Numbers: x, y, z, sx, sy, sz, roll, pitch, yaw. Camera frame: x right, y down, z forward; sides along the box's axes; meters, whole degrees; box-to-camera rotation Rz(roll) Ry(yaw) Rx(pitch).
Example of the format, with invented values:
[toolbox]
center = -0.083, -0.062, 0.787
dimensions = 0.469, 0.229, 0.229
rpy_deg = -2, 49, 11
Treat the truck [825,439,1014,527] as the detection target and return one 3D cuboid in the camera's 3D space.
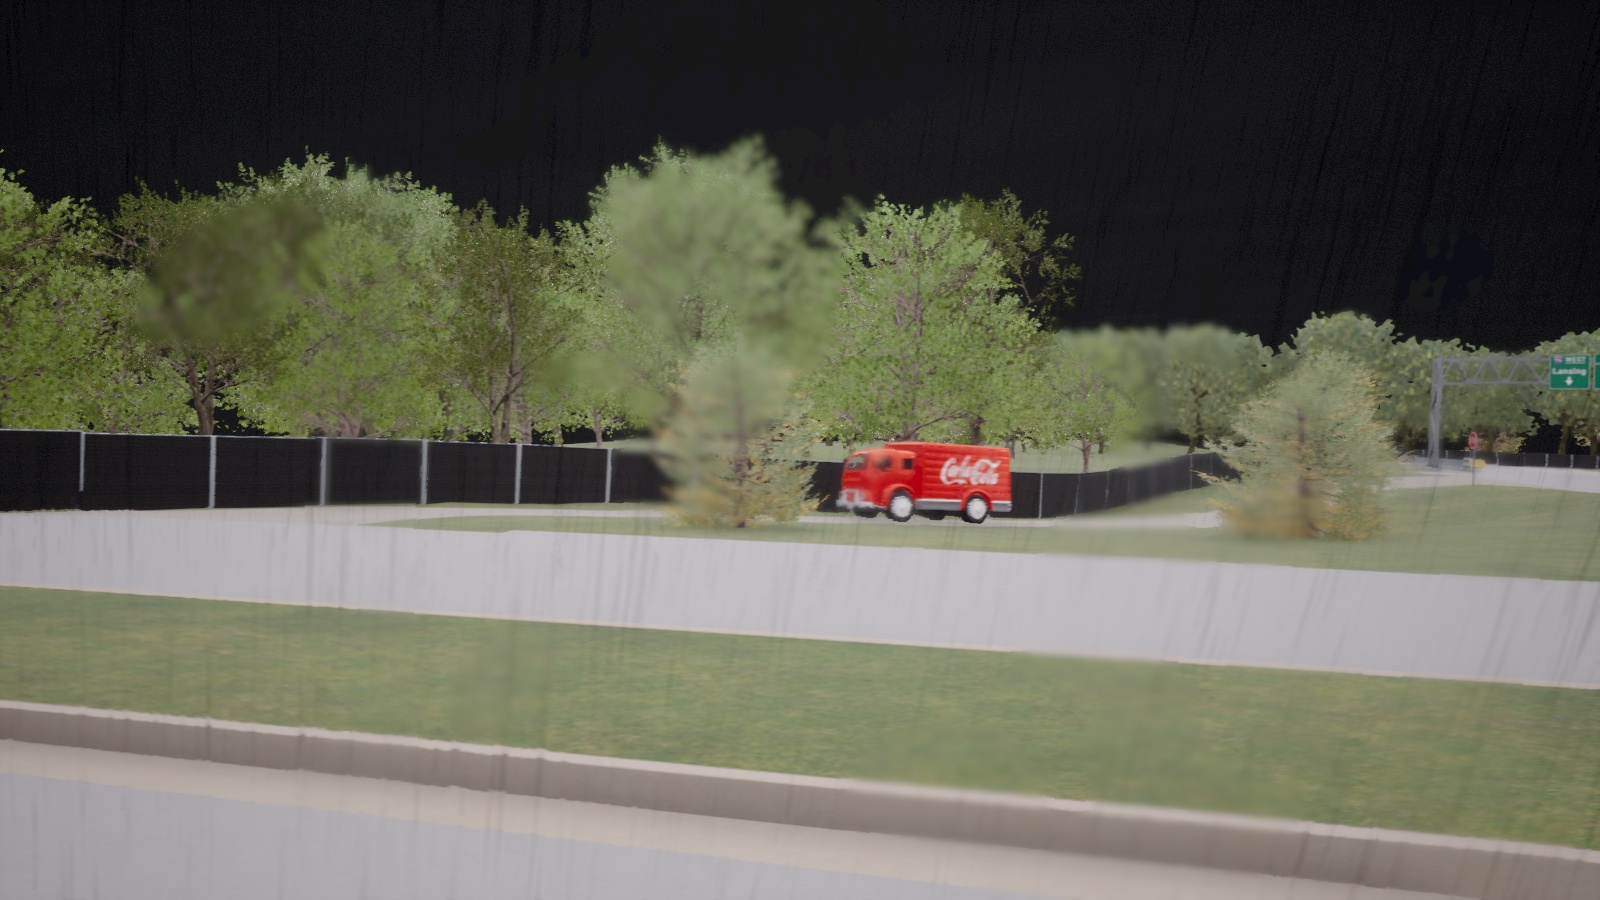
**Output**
[truck]
center = 3.745, 1.040, 39.292
dimensions = 5.204, 2.467, 2.627
rpy_deg = 4, -2, -29
